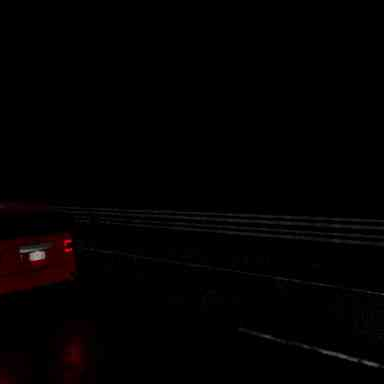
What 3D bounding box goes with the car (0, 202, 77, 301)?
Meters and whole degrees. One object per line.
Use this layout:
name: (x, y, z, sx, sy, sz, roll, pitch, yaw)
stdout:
car: (-4.959, 1.238, 7.529, 5.566, 2.045, 2.150, 0, 0, 36)
